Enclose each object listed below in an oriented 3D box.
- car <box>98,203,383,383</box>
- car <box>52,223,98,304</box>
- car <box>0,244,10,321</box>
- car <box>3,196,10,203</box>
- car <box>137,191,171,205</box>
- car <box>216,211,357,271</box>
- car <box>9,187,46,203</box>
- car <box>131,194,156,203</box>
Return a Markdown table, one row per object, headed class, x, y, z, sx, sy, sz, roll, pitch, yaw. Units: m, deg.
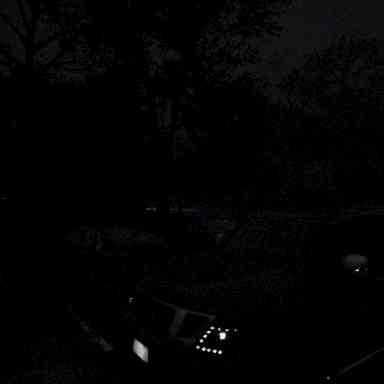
| class | x | y | z | sx | sy | sz | roll | pitch | yaw |
| --- | --- | --- | --- | --- | --- | --- | --- | --- | --- |
| car | 1.754 | 1.230 | 4.885 | 5.566 | 2.045 | 2.150 | 0 | 0 | -35 |
| car | -2.082 | 1.486 | 8.316 | 2.231 | 1.521 | 4.892 | 0 | 0 | -36 |
| car | -4.750 | 1.520 | 6.416 | 2.002 | 1.452 | 4.674 | 0 | 0 | -35 |
| car | -23.844 | 0.800 | 46.925 | 4.892 | 1.490 | 1.837 | 0 | -1 | -31 |
| car | -5.256 | 0.751 | 45.596 | 2.097 | 1.767 | 4.553 | -4 | 3 | -45 |
| car | 3.145 | 1.536 | 12.048 | 2.002 | 1.452 | 4.674 | 0 | 0 | -35 |
| car | -21.090 | 0.186 | 44.819 | 5.566 | 2.045 | 2.150 | 0 | 0 | -31 |
| car | -6.115 | 1.074 | 41.741 | 2.128 | 1.511 | 4.902 | -3 | 3 | -42 |
